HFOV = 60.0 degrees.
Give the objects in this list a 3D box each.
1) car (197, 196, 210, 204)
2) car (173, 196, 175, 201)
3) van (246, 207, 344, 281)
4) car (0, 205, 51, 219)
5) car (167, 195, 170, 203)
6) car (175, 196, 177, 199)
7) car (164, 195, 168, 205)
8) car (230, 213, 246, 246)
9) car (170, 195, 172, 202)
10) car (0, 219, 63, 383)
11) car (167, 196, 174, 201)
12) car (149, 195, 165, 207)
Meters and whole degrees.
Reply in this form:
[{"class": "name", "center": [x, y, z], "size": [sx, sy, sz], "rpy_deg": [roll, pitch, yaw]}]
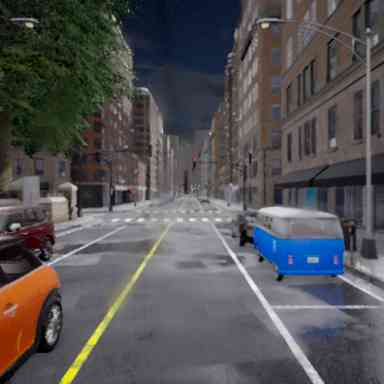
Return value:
[{"class": "car", "center": [2.698, 1.649, 69.697], "size": [1.967, 1.590, 4.097], "rpy_deg": [0, 0, 0]}, {"class": "car", "center": [-5.851, 1.809, 80.543], "size": [2.008, 1.369, 4.403], "rpy_deg": [0, 0, 0]}, {"class": "van", "center": [2.837, 1.371, 9.661], "size": [1.690, 1.788, 3.998], "rpy_deg": [0, 0, 0]}, {"class": "car", "center": [-5.688, 1.355, 9.601], "size": [2.192, 1.841, 5.009], "rpy_deg": [0, 0, 0]}, {"class": "car", "center": [-5.813, 1.744, 64.191], "size": [1.887, 1.381, 4.507], "rpy_deg": [0, 0, 0]}, {"class": "car", "center": [-5.865, 1.595, 85.994], "size": [2.192, 1.841, 5.009], "rpy_deg": [0, 0, 0]}, {"class": "car", "center": [-5.801, 1.732, 58.739], "size": [2.008, 1.369, 4.403], "rpy_deg": [0, 0, 0]}, {"class": "car", "center": [2.824, 1.613, 15.320], "size": [1.947, 1.339, 4.313], "rpy_deg": [0, 0, 0]}, {"class": "car", "center": [-5.826, 1.763, 69.641], "size": [1.887, 1.381, 4.507], "rpy_deg": [0, 0, 0]}, {"class": "car", "center": [-3.003, 1.367, 3.158], "size": [2.097, 1.767, 4.553], "rpy_deg": [0, 0, 0]}, {"class": "car", "center": [-5.876, 1.826, 91.274], "size": [1.752, 1.417, 4.829], "rpy_deg": [0, 0, 0]}, {"class": "car", "center": [-5.788, 1.689, 53.119], "size": [1.752, 1.417, 4.829], "rpy_deg": [0, 0, 0]}]
